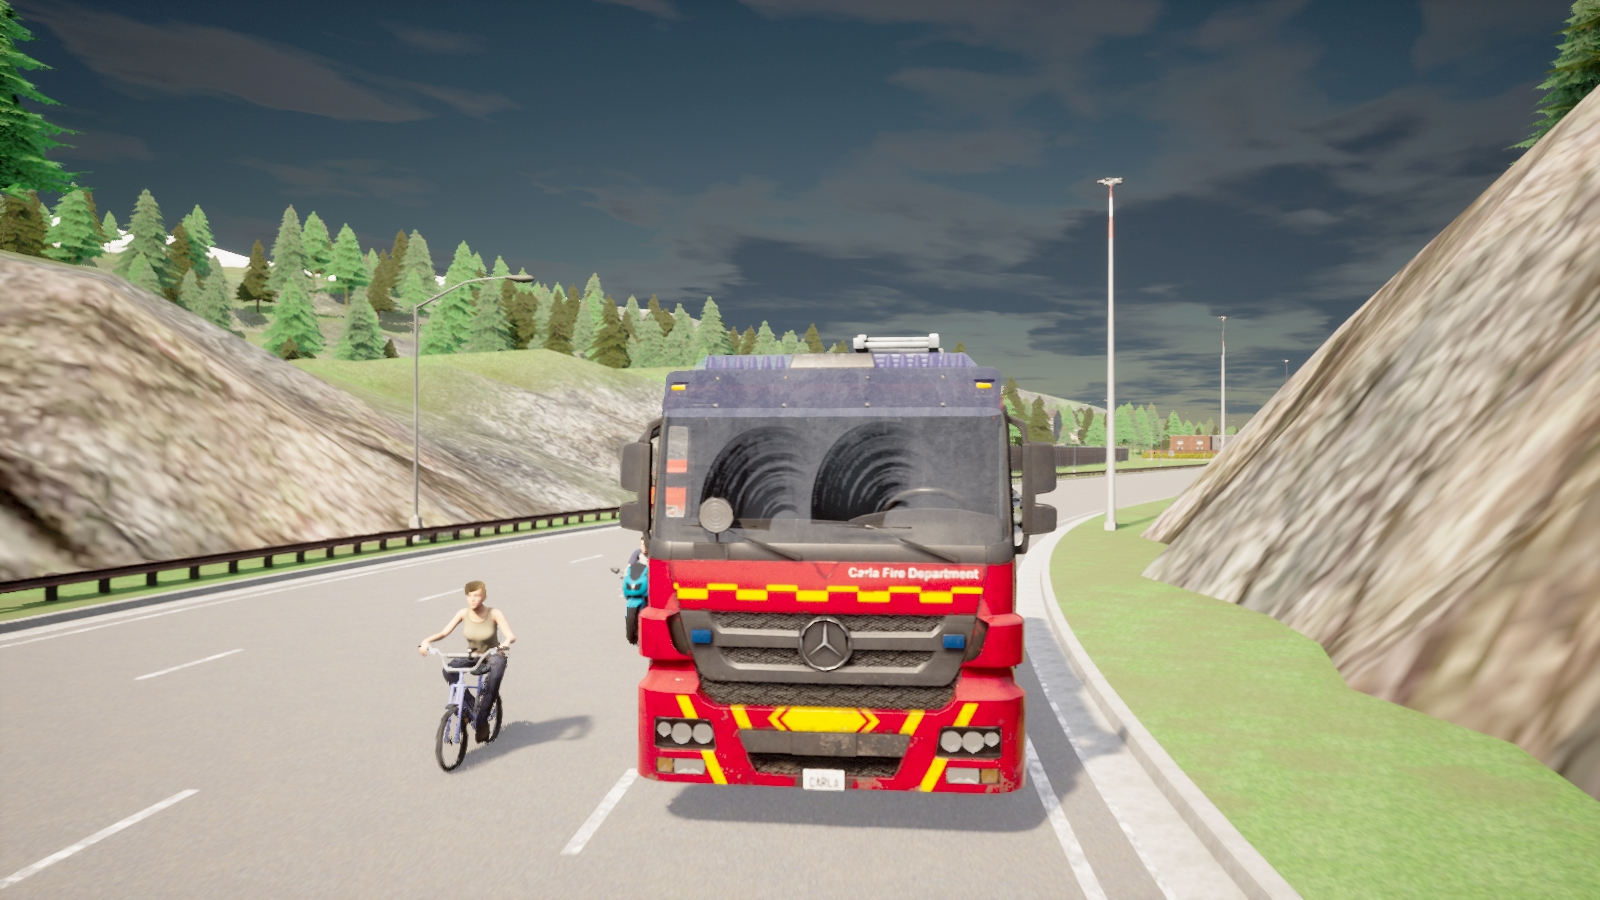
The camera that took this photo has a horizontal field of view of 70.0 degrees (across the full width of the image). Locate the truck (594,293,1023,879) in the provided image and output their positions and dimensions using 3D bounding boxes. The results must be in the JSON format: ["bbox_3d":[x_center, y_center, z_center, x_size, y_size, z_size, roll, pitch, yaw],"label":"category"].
[{"bbox_3d":[0.545,0.890,11.846,2.891,3.827,8.468,0,0,7],"label":"truck"}]

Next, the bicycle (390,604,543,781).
[{"bbox_3d":[-2.996,2.158,10.431,0.859,1.277,1.487,1,0,5],"label":"bicycle"}]

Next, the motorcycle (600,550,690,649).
[{"bbox_3d":[-2.281,2.186,17.068,0.803,1.199,2.033,0,0,8],"label":"motorcycle"}]
